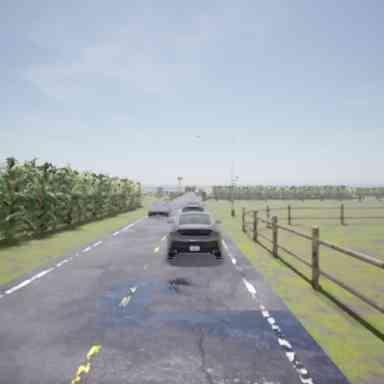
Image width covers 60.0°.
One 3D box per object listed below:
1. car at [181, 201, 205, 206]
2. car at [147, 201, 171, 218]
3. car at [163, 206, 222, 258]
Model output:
[{"bbox_3d":[0.093,1.521,28.857,1.837,1.490,4.892,0,0,0],"label":"car"},{"bbox_3d":[-2.851,1.565,30.331,2.033,1.411,5.357,0,0,0],"label":"car"},{"bbox_3d":[0.092,1.514,12.767,1.837,1.490,4.892,0,0,0],"label":"car"}]
